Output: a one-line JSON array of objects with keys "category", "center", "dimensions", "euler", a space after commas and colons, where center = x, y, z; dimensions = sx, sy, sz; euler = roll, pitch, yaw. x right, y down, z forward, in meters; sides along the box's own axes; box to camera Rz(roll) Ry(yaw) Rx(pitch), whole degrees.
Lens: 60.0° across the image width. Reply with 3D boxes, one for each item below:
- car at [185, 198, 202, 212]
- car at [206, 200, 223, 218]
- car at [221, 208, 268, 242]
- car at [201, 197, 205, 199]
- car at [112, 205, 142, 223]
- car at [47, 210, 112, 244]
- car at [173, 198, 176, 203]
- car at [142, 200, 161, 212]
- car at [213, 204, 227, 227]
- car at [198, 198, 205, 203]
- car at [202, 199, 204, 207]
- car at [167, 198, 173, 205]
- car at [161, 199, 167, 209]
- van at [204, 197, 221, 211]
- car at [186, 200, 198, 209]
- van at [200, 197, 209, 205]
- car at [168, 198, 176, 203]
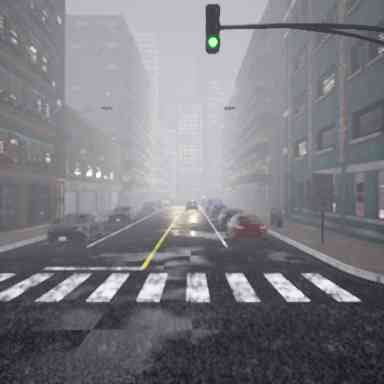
[{"category": "car", "center": [-0.004, 1.932, 45.826], "dimensions": [2.033, 1.411, 5.357], "euler": [0, 0, 0]}, {"category": "car", "center": [2.681, 1.823, 33.357], "dimensions": [1.887, 1.381, 4.507], "euler": [0, 0, 0]}, {"category": "car", "center": [2.683, 1.720, 16.787], "dimensions": [1.802, 1.307, 4.206], "euler": [0, 0, 0]}, {"category": "car", "center": [2.678, 2.044, 61.143], "dimensions": [1.752, 1.417, 4.829], "euler": [0, -1, 0]}, {"category": "car", "center": [-5.699, 1.797, 27.846], "dimensions": [1.947, 1.339, 4.313], "euler": [0, 0, 0]}, {"category": "car", "center": [-5.698, 1.704, 16.799], "dimensions": [1.947, 1.339, 4.313], "euler": [0, 0, 0]}, {"category": "car", "center": [-5.704, 2.330, 88.601], "dimensions": [1.947, 1.339, 4.313], "euler": [0, -1, 0]}, {"category": "car", "center": [-5.701, 1.917, 44.416], "dimensions": [1.887, 1.381, 4.507], "euler": [0, 0, 0]}, {"category": "car", "center": [2.682, 1.750, 22.311], "dimensions": [1.947, 1.339, 4.313], "euler": [0, 0, 0]}, {"category": "car", "center": [2.676, 2.365, 94.112], "dimensions": [2.008, 1.369, 4.403], "euler": [-1, -1, 0]}, {"category": "car", "center": [2.680, 1.939, 44.404], "dimensions": [1.947, 1.339, 4.313], "euler": [0, 0, 0]}, {"category": "car", "center": [-5.703, 2.139, 71.862], "dimensions": [1.752, 1.417, 4.829], "euler": [0, -1, 0]}, {"category": "car", "center": [-5.701, 2.050, 55.462], "dimensions": [1.802, 1.307, 4.206], "euler": [0, 0, 0]}, {"category": "van", "center": [2.679, 1.666, 38.882], "dimensions": [1.690, 1.788, 3.998], "euler": [0, 0, 0]}, {"category": "car", "center": [-0.004, 2.039, 56.248], "dimensions": [1.994, 1.385, 4.181], "euler": [0, -1, 0]}, {"category": "van", "center": [2.676, 1.956, 72.022], "dimensions": [1.690, 1.788, 3.998], "euler": [-1, -1, 0]}, {"category": "car", "center": [-5.704, 2.358, 94.125], "dimensions": [1.887, 1.381, 4.507], "euler": [0, -1, 0]}]
